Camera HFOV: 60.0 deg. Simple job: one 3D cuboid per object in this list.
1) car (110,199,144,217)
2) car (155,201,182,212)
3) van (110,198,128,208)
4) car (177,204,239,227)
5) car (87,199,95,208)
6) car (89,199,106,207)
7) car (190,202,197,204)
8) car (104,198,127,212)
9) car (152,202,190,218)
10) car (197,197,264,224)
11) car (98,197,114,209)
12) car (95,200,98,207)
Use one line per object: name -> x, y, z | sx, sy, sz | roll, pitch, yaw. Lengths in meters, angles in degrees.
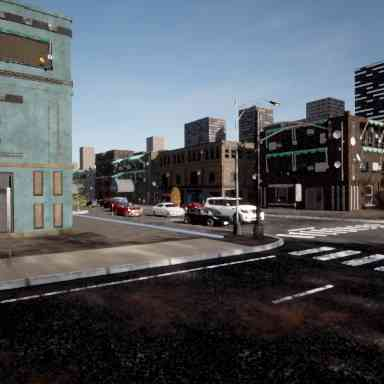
car -> -6.889, 1.846, 36.257 | 1.967, 1.590, 4.097 | -1, 0, -36
car -> -3.288, 1.966, 45.635 | 1.802, 1.307, 4.206 | -2, 0, -36
van -> -12.951, 1.907, 59.143 | 1.690, 1.788, 3.998 | -1, 0, -36
car -> 1.085, 1.814, 24.898 | 1.947, 1.339, 4.313 | -2, 0, -36
car -> -19.196, 2.159, 63.450 | 2.128, 1.511, 4.902 | -1, 0, -36
car -> -19.384, 2.228, 68.149 | 1.887, 1.381, 4.507 | -1, 0, -36
car -> -0.070, 1.904, 41.133 | 1.802, 1.307, 4.206 | -2, 0, -36
car -> -9.700, 1.953, 44.694 | 1.882, 1.535, 5.008 | -1, 0, -35
car -> -2.537, 1.862, 34.646 | 1.812, 1.442, 4.674 | -1, 0, -35
car -> 3.165, 1.445, 26.662 | 2.150, 2.045, 5.566 | -1, 0, -35
car -> -13.421, 2.066, 55.370 | 1.837, 1.490, 4.892 | -1, 0, -36
car -> -16.171, 1.940, 63.646 | 2.192, 1.841, 5.009 | -1, 0, -36
